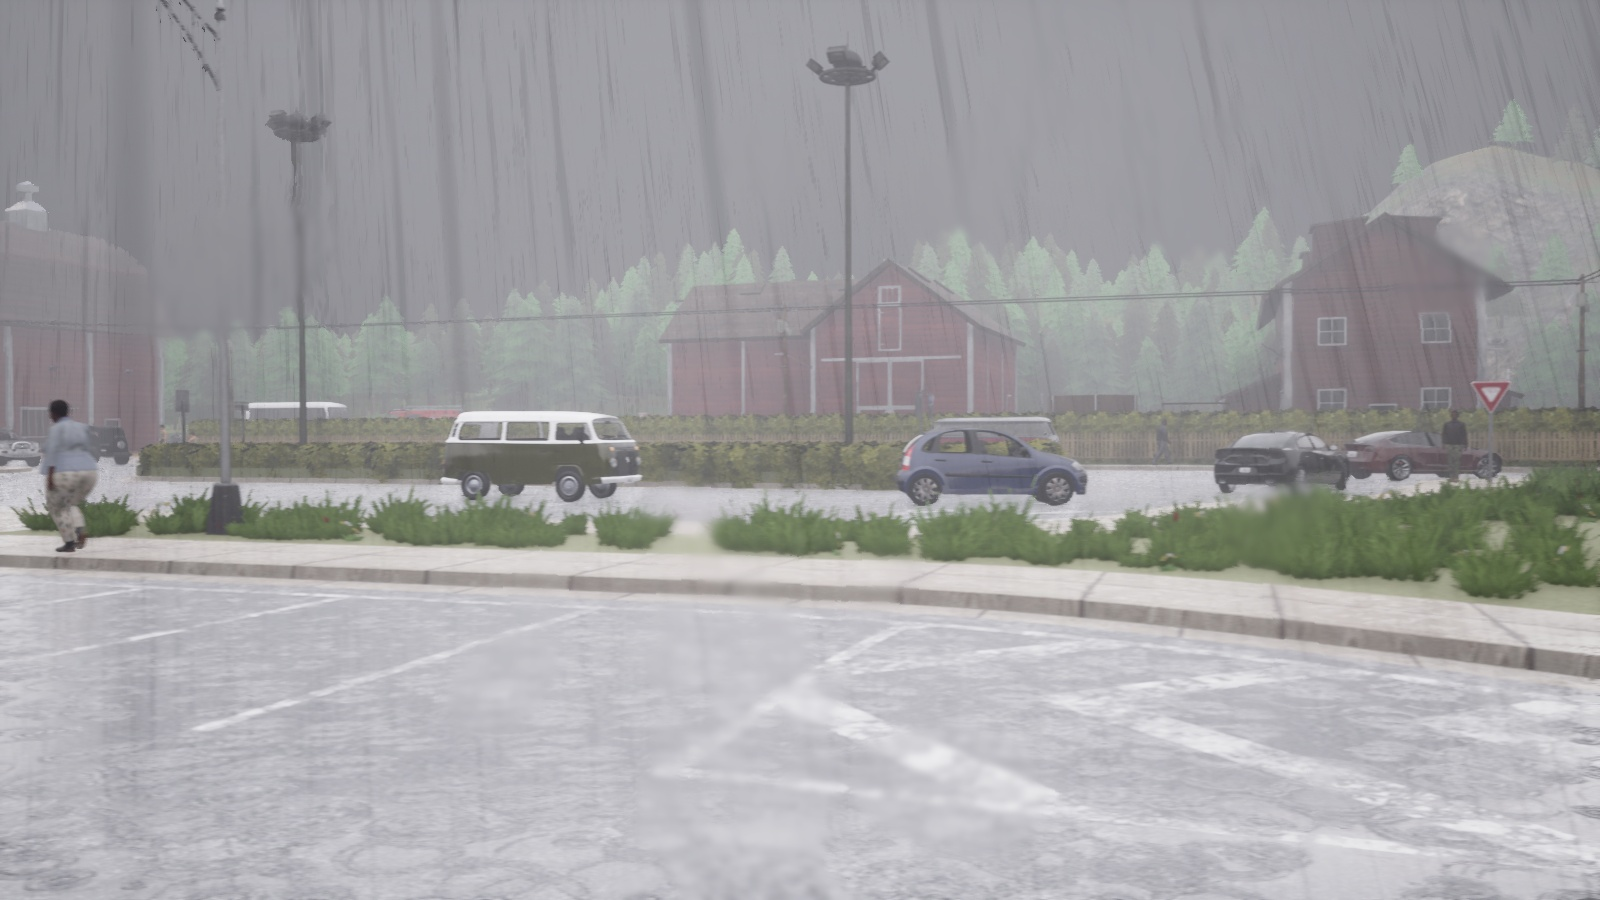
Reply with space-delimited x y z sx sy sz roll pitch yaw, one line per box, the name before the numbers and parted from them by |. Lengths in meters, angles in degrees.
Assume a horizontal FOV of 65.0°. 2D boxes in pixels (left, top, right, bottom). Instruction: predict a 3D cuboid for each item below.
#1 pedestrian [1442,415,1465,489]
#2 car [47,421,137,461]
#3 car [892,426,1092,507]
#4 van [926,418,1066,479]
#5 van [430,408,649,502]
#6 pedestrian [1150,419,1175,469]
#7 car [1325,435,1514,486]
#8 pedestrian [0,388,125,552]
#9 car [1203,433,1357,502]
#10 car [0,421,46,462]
pedestrian | 16.482 0.034 31.690 0.431 1.840 0.703 1 1 33
car | -34.357 -0.461 60.971 3.866 1.878 1.905 1 1 25
car | 3.964 0.318 26.471 3.988 1.617 1.851 0 1 2
van | 6.660 -0.076 42.695 4.442 1.987 1.775 1 1 19
van | -5.962 0.073 28.815 4.480 2.038 2.069 1 1 19
pedestrian | 13.847 -0.233 47.959 0.849 1.883 0.563 0 1 7
car | 18.679 0.287 37.942 4.792 1.488 2.163 0 1 -13
pedestrian | -8.633 0.219 14.728 0.900 1.855 0.874 1 1 19
car | 11.812 0.357 30.694 1.882 1.535 5.008 1 1 41
car | -37.277 -0.409 58.366 4.605 1.855 1.932 1 1 32
